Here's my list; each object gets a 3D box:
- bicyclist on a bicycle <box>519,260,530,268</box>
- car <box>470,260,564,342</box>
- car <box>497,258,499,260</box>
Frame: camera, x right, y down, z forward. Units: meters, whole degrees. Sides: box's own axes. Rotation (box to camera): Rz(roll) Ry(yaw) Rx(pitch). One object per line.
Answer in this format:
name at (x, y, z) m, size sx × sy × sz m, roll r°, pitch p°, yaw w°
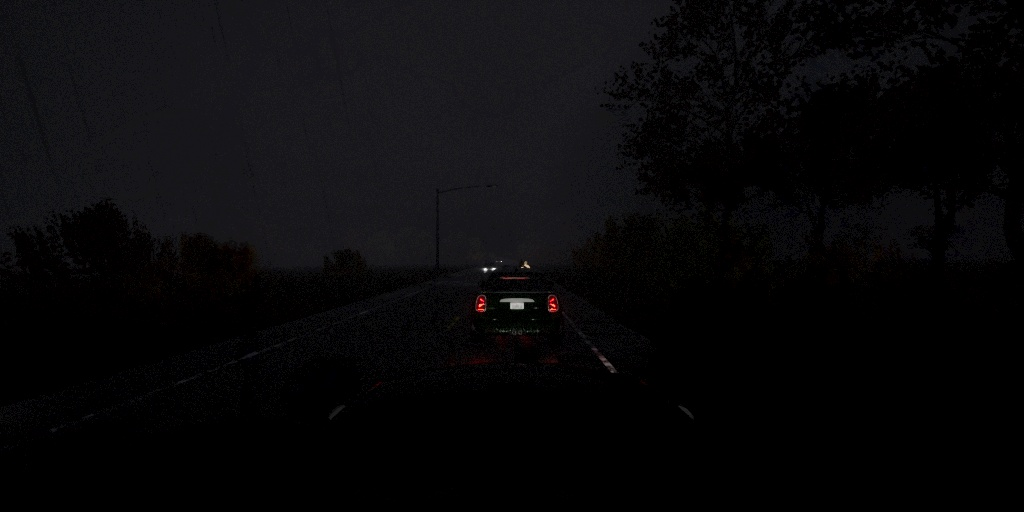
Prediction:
bicyclist on a bicycle at (0.972, 1.177, 25.710) m, size 0.866 × 1.612 × 1.509 m, roll 0°, pitch 0°, yaw 1°
car at (0.112, 1.099, 9.888) m, size 2.097 × 1.767 × 4.553 m, roll 0°, pitch 0°, yaw 0°
car at (-3.763, 1.333, 60.970) m, size 1.895 × 1.301 × 4.718 m, roll 0°, pitch 0°, yaw 0°
